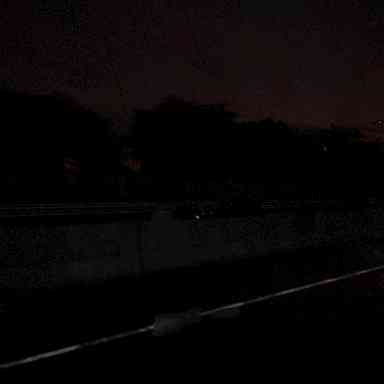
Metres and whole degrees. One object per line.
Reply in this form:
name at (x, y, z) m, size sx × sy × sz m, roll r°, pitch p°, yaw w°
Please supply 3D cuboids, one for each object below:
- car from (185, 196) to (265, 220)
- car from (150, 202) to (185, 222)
car at (2.589, 1.284, 23.039) m, size 5.566 × 2.045 × 2.150 m, roll 1°, pitch 0°, yaw -36°
car at (-0.761, 1.532, 24.949) m, size 5.008 × 1.535 × 1.882 m, roll 1°, pitch 0°, yaw -35°
